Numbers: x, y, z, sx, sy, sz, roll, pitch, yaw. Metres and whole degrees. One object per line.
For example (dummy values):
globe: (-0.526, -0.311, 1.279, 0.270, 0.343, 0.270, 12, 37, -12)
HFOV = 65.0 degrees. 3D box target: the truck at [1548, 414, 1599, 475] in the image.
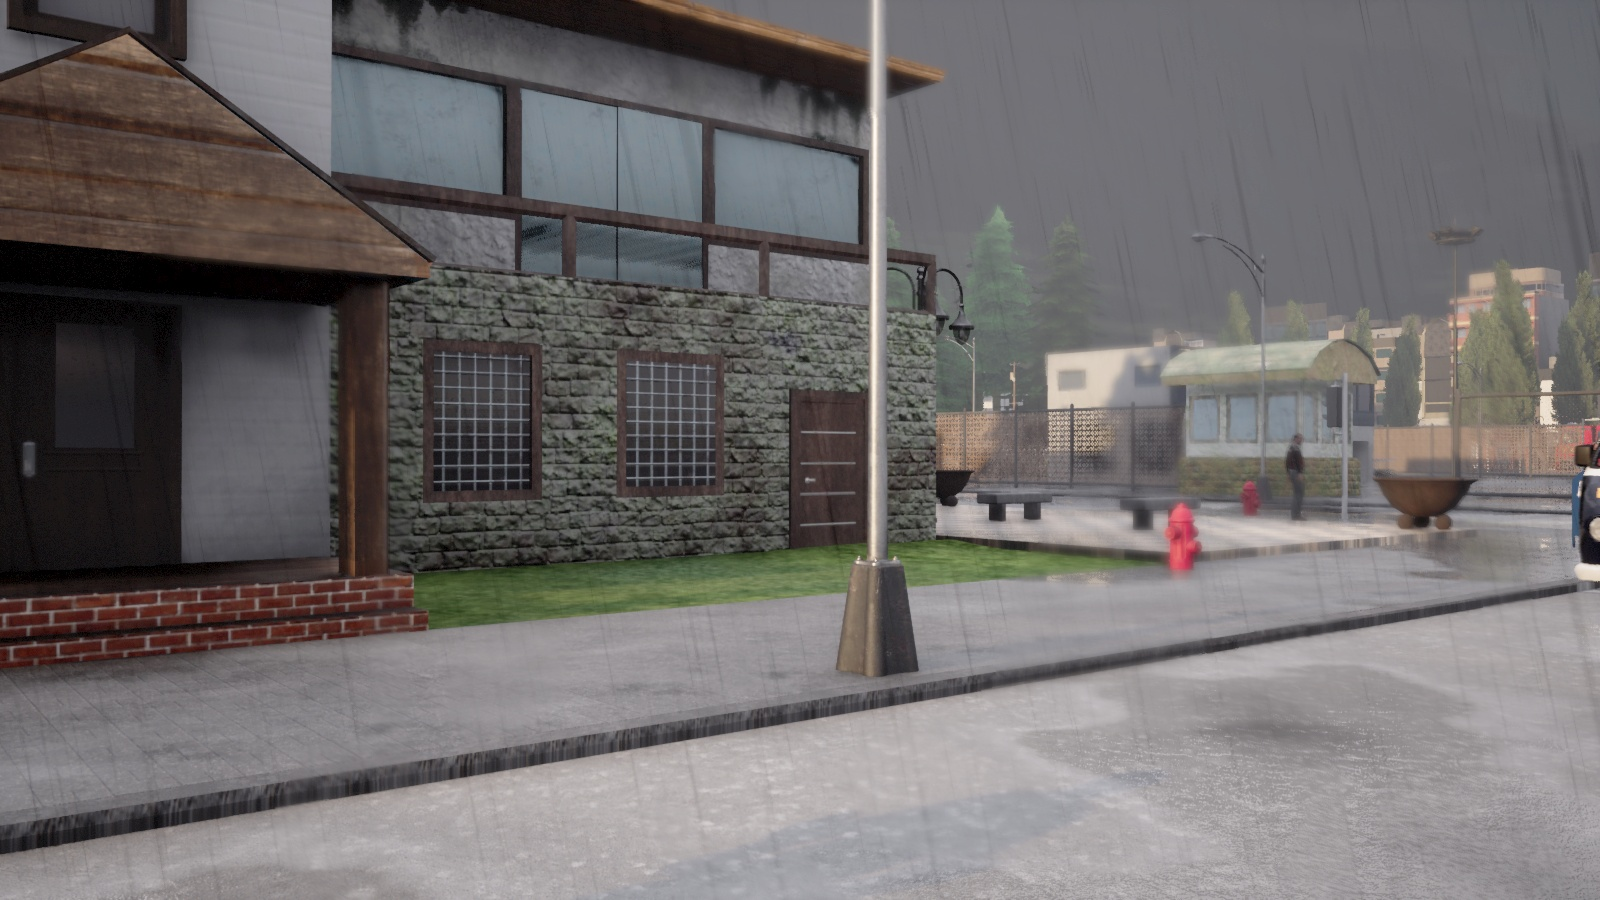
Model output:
truck: (52.102, -0.338, 78.686, 2.891, 3.827, 8.468, 0, 0, -39)

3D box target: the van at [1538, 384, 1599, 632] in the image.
van: (8.687, 0.477, 11.262, 4.480, 2.038, 2.069, 0, 0, -38)

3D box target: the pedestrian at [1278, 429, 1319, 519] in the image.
pedestrian: (10.351, 0.493, 26.090, 0.720, 1.854, 0.376, 0, 0, 8)
